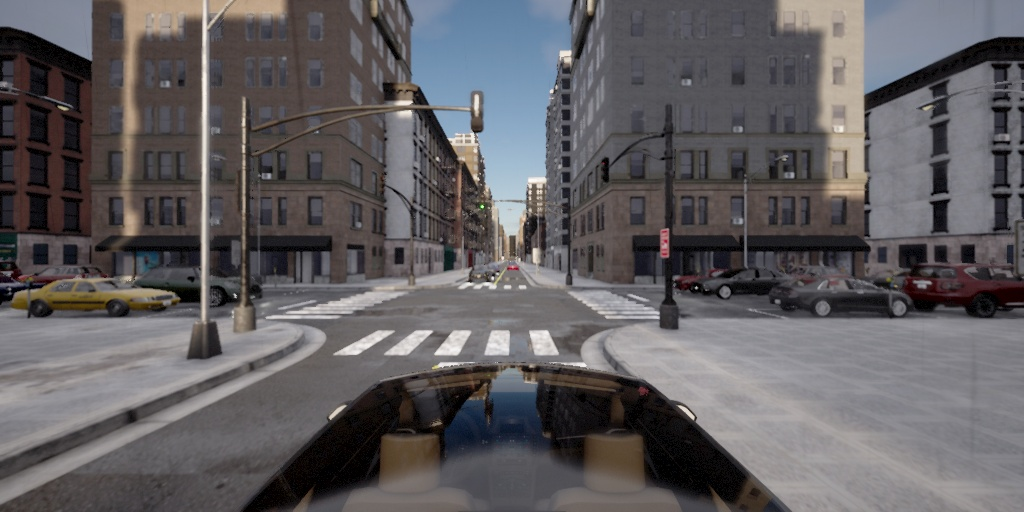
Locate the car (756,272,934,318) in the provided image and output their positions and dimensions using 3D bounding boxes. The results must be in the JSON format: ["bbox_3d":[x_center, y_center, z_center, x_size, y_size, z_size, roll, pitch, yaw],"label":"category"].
[{"bbox_3d":[11.774,1.415,12.940,4.403,1.370,2.007,0,0,0],"label":"car"}]

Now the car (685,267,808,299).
[{"bbox_3d":[11.895,1.386,18.428,4.892,1.490,1.837,0,0,0],"label":"car"}]

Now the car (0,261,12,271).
[{"bbox_3d":[-32.041,1.195,21.050,5.009,1.841,2.192,0,0,0],"label":"car"}]

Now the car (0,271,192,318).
[{"bbox_3d":[-14.901,1.383,12.992,4.829,1.417,1.751,0,0,0],"label":"car"}]

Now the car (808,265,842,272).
[{"bbox_3d":[17.199,1.330,20.955,4.097,1.591,1.967,0,0,0],"label":"car"}]

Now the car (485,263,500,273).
[{"bbox_3d":[-2.791,1.689,52.023,1.812,1.442,4.674,0,0,1],"label":"car"}]

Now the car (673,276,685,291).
[{"bbox_3d":[11.790,1.434,20.966,4.507,1.381,1.888,0,0,0],"label":"car"}]

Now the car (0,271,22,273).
[{"bbox_3d":[-22.904,1.466,15.545,4.718,1.301,1.895,0,0,0],"label":"car"}]

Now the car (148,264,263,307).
[{"bbox_3d":[-13.511,1.218,15.570,4.553,1.767,2.097,0,0,-1],"label":"car"}]

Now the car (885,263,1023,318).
[{"bbox_3d":[17.183,1.180,12.930,5.009,1.841,2.192,0,0,0],"label":"car"}]

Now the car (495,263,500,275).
[{"bbox_3d":[-2.808,1.628,42.121,2.033,1.411,5.357,0,0,0],"label":"car"}]

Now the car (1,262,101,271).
[{"bbox_3d":[-26.379,1.321,21.039,4.097,1.591,1.967,0,0,0],"label":"car"}]

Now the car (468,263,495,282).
[{"bbox_3d":[-2.818,1.503,32.325,1.837,1.490,4.892,0,0,0],"label":"car"}]

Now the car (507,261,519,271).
[{"bbox_3d":[0.162,1.803,60.855,1.994,1.385,4.181,0,0,0],"label":"car"}]
